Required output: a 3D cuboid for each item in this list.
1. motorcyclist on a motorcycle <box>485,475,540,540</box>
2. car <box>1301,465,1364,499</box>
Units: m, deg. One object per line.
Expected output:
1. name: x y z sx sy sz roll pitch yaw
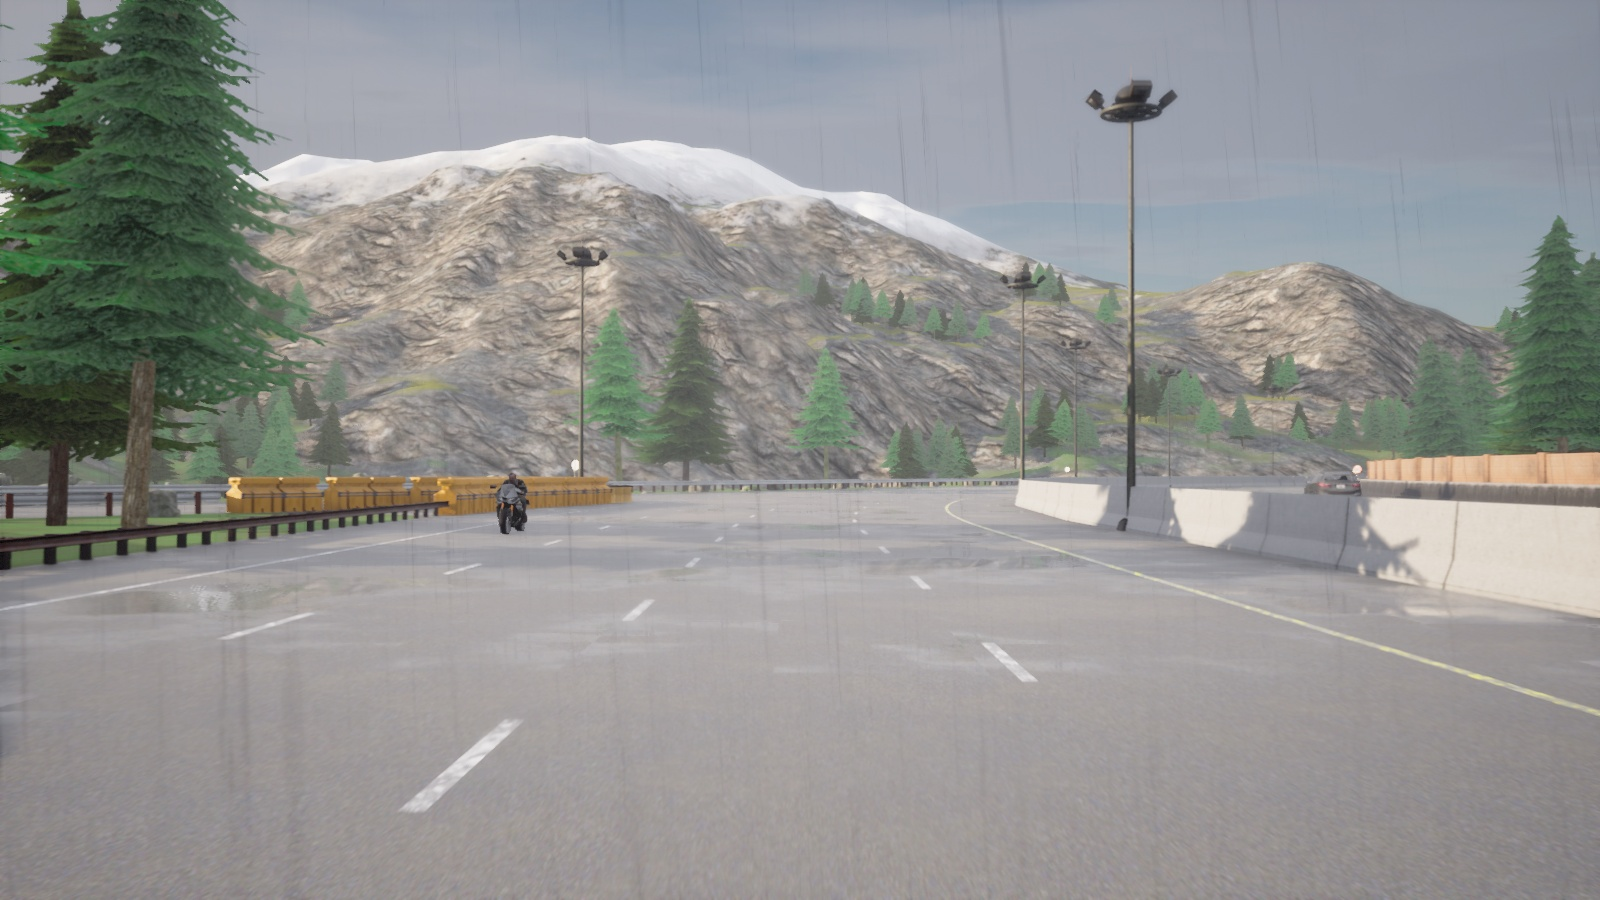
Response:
1. motorcyclist on a motorcycle: -7.080 1.397 31.021 0.866 1.530 2.191 0 -1 0
2. car: 27.716 1.645 65.506 2.242 1.667 4.611 -1 -1 12
